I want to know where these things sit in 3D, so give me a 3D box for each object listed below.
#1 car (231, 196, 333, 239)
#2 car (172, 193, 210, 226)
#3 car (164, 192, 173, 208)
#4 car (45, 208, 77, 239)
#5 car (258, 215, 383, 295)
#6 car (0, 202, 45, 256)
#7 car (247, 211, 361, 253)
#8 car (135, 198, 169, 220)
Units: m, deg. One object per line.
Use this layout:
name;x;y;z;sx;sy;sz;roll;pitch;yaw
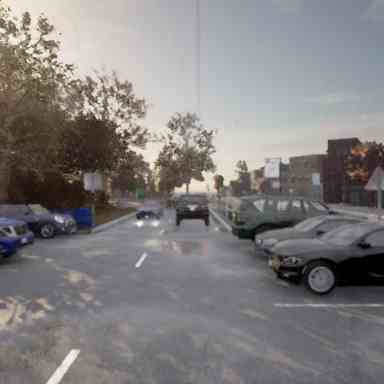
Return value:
car;4.415;1.196;13.752;5.566;2.045;2.435;0;0;0
car;0.056;1.147;23.088;2.150;2.045;5.566;0;0;1
car;-1.875;1.181;41.118;2.097;1.767;4.553;0;0;-22
car;-8.129;1.306;16.471;4.553;1.767;2.185;0;-1;0
car;4.404;1.464;8.100;5.008;1.535;2.097;0;0;0
car;-8.152;1.205;10.690;5.566;2.045;2.435;0;0;0
car;4.395;1.496;10.928;4.674;1.452;2.002;0;0;0
car;-3.361;1.456;27.522;2.033;1.411;5.357;0;0;0
